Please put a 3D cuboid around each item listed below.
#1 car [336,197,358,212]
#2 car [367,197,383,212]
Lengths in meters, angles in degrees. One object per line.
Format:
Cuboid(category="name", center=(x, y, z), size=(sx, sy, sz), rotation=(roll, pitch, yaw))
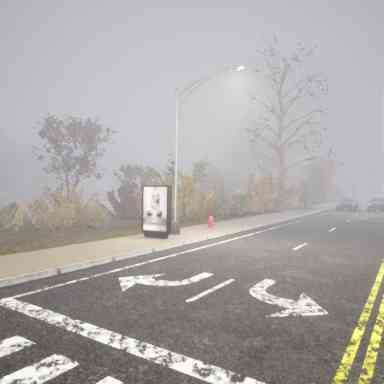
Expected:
Cuboid(category="car", center=(18.596, 1.390, 39.829), size=(2.097, 1.767, 4.553), rotation=(0, 0, 30))
Cuboid(category="car", center=(21.404, 1.393, 38.192), size=(2.097, 1.767, 4.553), rotation=(0, 0, 30))
